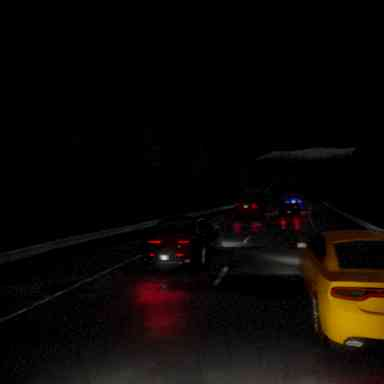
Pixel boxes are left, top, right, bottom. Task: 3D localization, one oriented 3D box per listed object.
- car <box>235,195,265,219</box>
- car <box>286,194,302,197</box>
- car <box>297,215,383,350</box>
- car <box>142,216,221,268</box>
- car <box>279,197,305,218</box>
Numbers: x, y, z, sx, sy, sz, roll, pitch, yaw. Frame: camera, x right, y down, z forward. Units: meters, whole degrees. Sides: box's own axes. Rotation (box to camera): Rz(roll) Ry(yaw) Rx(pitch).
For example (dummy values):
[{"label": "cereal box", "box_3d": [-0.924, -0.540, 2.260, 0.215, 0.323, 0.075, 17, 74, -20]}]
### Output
[{"label": "car", "box_3d": [5.406, 1.340, 30.702, 2.150, 2.045, 5.566, -2, 0, 18]}, {"label": "car", "box_3d": [12.544, 1.242, 40.809, 2.150, 2.045, 5.566, -2, 0, 20]}, {"label": "car", "box_3d": [3.149, 1.451, 6.343, 1.882, 1.535, 5.008, -2, 0, 14]}, {"label": "car", "box_3d": [-0.186, 1.608, 11.773, 1.837, 1.490, 4.892, -2, -1, 14]}, {"label": "car", "box_3d": [9.135, 1.517, 30.906, 2.128, 1.511, 4.902, -2, -1, 19]}]
